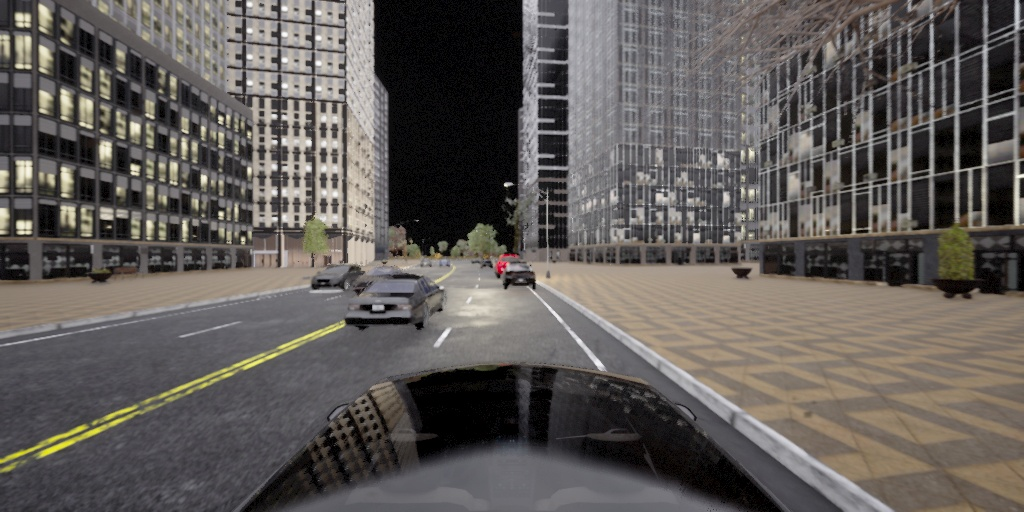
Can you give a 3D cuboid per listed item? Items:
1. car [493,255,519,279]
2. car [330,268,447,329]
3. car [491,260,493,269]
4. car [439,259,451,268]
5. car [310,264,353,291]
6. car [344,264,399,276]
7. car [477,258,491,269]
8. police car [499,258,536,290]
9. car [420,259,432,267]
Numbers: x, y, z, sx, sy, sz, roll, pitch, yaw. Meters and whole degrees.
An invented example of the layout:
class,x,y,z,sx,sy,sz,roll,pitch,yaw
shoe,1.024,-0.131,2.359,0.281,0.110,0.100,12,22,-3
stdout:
class,x,y,z,sx,sy,sz,roll,pitch,yaw
car,-0.353,0.940,32.775,2.150,2.045,5.566,0,0,-5
car,-3.304,1.291,11.188,2.033,1.411,5.357,0,0,-2
car,-0.913,1.215,38.814,1.837,1.490,4.892,0,0,-6
car,-11.503,1.237,61.347,1.812,1.442,4.674,0,0,-9
car,-10.477,1.248,22.039,1.837,1.490,4.892,0,0,-3
car,-7.104,1.287,20.045,2.033,1.411,5.357,0,0,-3
car,-3.974,1.206,55.903,1.837,1.490,4.892,0,0,-9
police car,0.364,1.150,22.721,1.930,1.638,5.238,0,0,-3
car,-15.165,1.212,63.535,2.128,1.511,4.902,0,0,-9
